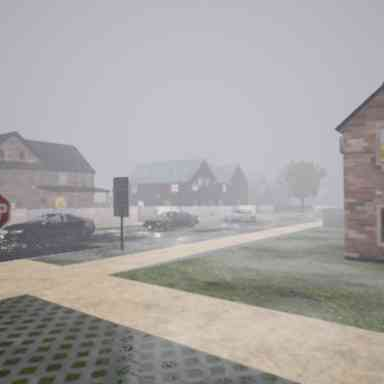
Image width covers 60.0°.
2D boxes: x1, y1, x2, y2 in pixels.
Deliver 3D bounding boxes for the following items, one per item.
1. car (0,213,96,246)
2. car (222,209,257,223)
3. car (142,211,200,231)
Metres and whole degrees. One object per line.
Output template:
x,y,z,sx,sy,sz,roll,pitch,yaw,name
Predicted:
-7.369,1.867,17.437,2.128,1.511,4.902,-1,-2,35,car
5.010,2.508,35.004,1.895,1.301,4.718,-1,-2,35,car
-1.472,2.171,25.819,2.033,1.411,5.357,-1,-2,35,car
